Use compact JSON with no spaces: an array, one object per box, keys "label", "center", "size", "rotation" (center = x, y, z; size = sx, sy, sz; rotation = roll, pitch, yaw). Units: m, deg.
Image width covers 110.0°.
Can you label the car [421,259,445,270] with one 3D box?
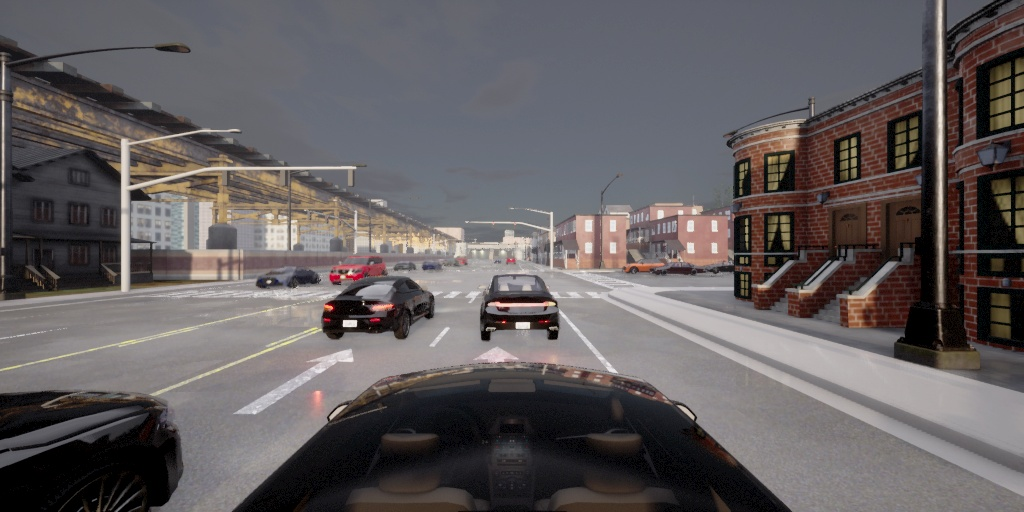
[{"label":"car","center":[-10.728,1.351,48.187],"size":[1.895,1.301,4.718],"rotation":[0,0,0]}]

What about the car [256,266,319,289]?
[{"label":"car","center":[-14.160,1.314,22.889],"size":[1.994,1.385,4.181],"rotation":[0,0,0]}]

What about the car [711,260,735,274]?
[{"label":"car","center":[23.889,1.241,40.242],"size":[4.902,1.511,2.128],"rotation":[0,0,0]}]

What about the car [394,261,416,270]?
[{"label":"car","center":[-14.225,1.314,47.897],"size":[1.994,1.385,4.181],"rotation":[0,0,0]}]

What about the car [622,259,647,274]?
[{"label":"car","center":[14.742,1.102,40.214],"size":[4.553,1.767,2.097],"rotation":[0,0,0]}]

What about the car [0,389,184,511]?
[{"label":"car","center":[-3.395,1.242,0.684],"size":[2.128,1.511,4.902],"rotation":[0,0,0]}]

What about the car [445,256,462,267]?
[{"label":"car","center":[-10.735,1.101,63.568],"size":[2.097,1.767,4.553],"rotation":[0,0,0]}]

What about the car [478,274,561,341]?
[{"label":"car","center":[0.092,1.242,9.918],"size":[2.128,1.511,4.902],"rotation":[0,0,-3]}]

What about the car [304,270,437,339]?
[{"label":"car","center":[-3.450,1.276,9.951],"size":[1.812,1.442,4.674],"rotation":[0,0,0]}]

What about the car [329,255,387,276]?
[{"label":"car","center":[-10.666,0.971,25.354],"size":[2.150,2.045,5.566],"rotation":[0,0,0]}]

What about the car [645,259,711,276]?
[{"label":"car","center":[16.898,1.297,36.730],"size":[5.357,1.411,2.033],"rotation":[0,0,0]}]
